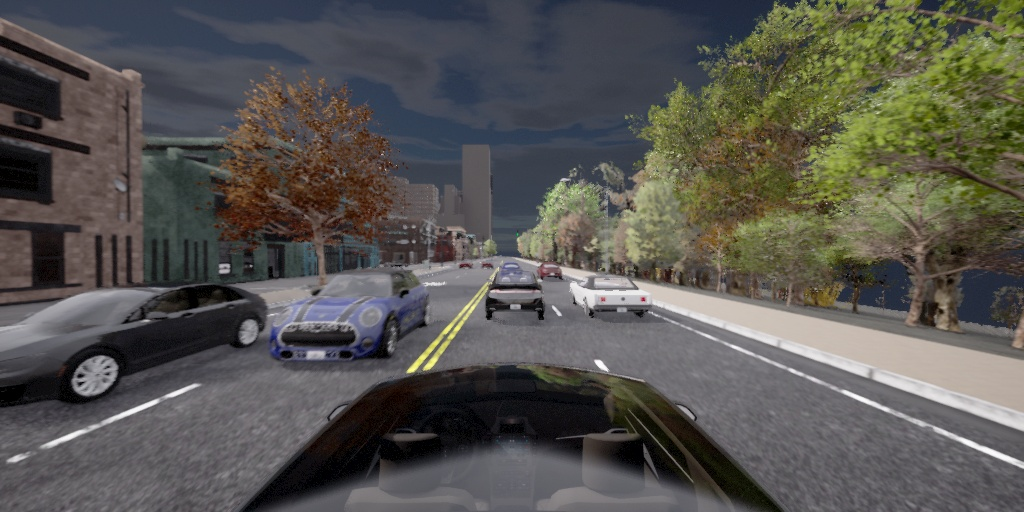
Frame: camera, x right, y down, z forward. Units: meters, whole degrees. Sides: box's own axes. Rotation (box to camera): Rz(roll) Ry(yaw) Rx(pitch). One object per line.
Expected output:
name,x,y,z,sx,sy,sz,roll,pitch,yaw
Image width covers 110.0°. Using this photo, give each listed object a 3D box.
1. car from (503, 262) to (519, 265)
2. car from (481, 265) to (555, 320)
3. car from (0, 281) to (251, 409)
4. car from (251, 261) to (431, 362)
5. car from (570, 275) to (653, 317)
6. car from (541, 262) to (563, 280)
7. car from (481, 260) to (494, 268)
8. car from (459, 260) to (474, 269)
car,-0.087,1.270,30.796,1.812,1.442,4.674,0,0,-1
car,0.098,1.239,12.686,2.128,1.511,4.902,0,0,0
car,-6.603,1.253,6.393,1.837,1.490,4.892,0,0,0
car,-3.355,1.100,8.373,2.097,1.767,4.553,0,0,0
car,3.348,1.349,13.115,1.895,1.301,4.718,0,0,0
car,3.164,1.270,30.787,1.812,1.442,4.674,0,0,-1
car,-3.857,1.341,56.419,1.895,1.301,4.718,0,0,-1
car,-7.101,1.342,55.734,1.895,1.301,4.718,0,0,-1
